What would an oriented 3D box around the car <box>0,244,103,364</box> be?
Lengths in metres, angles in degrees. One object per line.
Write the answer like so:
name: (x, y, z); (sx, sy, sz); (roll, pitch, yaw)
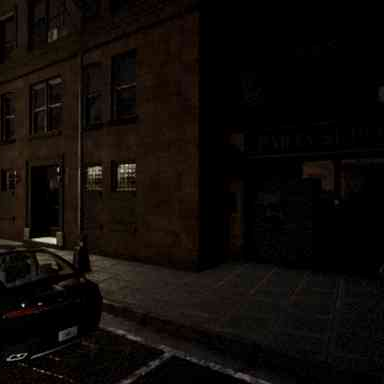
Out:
car: (-3.335, 1.550, 5.470); (4.403, 1.369, 2.008); (0, 0, 36)
